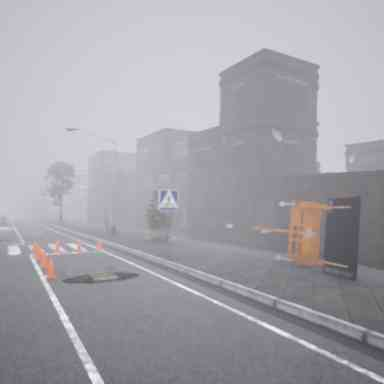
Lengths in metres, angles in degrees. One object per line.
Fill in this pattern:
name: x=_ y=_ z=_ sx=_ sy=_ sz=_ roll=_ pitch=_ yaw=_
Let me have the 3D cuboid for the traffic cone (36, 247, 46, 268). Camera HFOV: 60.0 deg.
traffic cone: x=-5.373 y=2.411 z=12.075 sx=0.340 sy=0.580 sz=0.340 roll=2 pitch=-3 yaw=-29

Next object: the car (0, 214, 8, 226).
car: x=-24.308 y=3.515 z=41.803 sx=2.128 sy=1.511 sz=4.902 roll=2 pitch=-4 yaw=-29

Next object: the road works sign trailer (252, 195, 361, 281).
road works sign trailer: x=3.875 y=1.343 z=10.796 sx=2.880 sy=2.380 sz=3.560 roll=7 pitch=-6 yaw=-16

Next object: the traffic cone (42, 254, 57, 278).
traffic cone: x=-4.387 y=2.336 z=10.337 sx=0.340 sy=0.580 sz=0.340 roll=2 pitch=-3 yaw=-29

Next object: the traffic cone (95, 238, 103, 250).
traffic cone: x=-4.739 y=2.661 z=17.029 sx=0.340 sy=0.580 sz=0.340 roll=2 pitch=-4 yaw=-29

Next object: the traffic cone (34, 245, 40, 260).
traffic cone: x=-6.360 y=2.491 z=13.815 sx=0.340 sy=0.580 sz=0.340 roll=2 pitch=-3 yaw=-29
